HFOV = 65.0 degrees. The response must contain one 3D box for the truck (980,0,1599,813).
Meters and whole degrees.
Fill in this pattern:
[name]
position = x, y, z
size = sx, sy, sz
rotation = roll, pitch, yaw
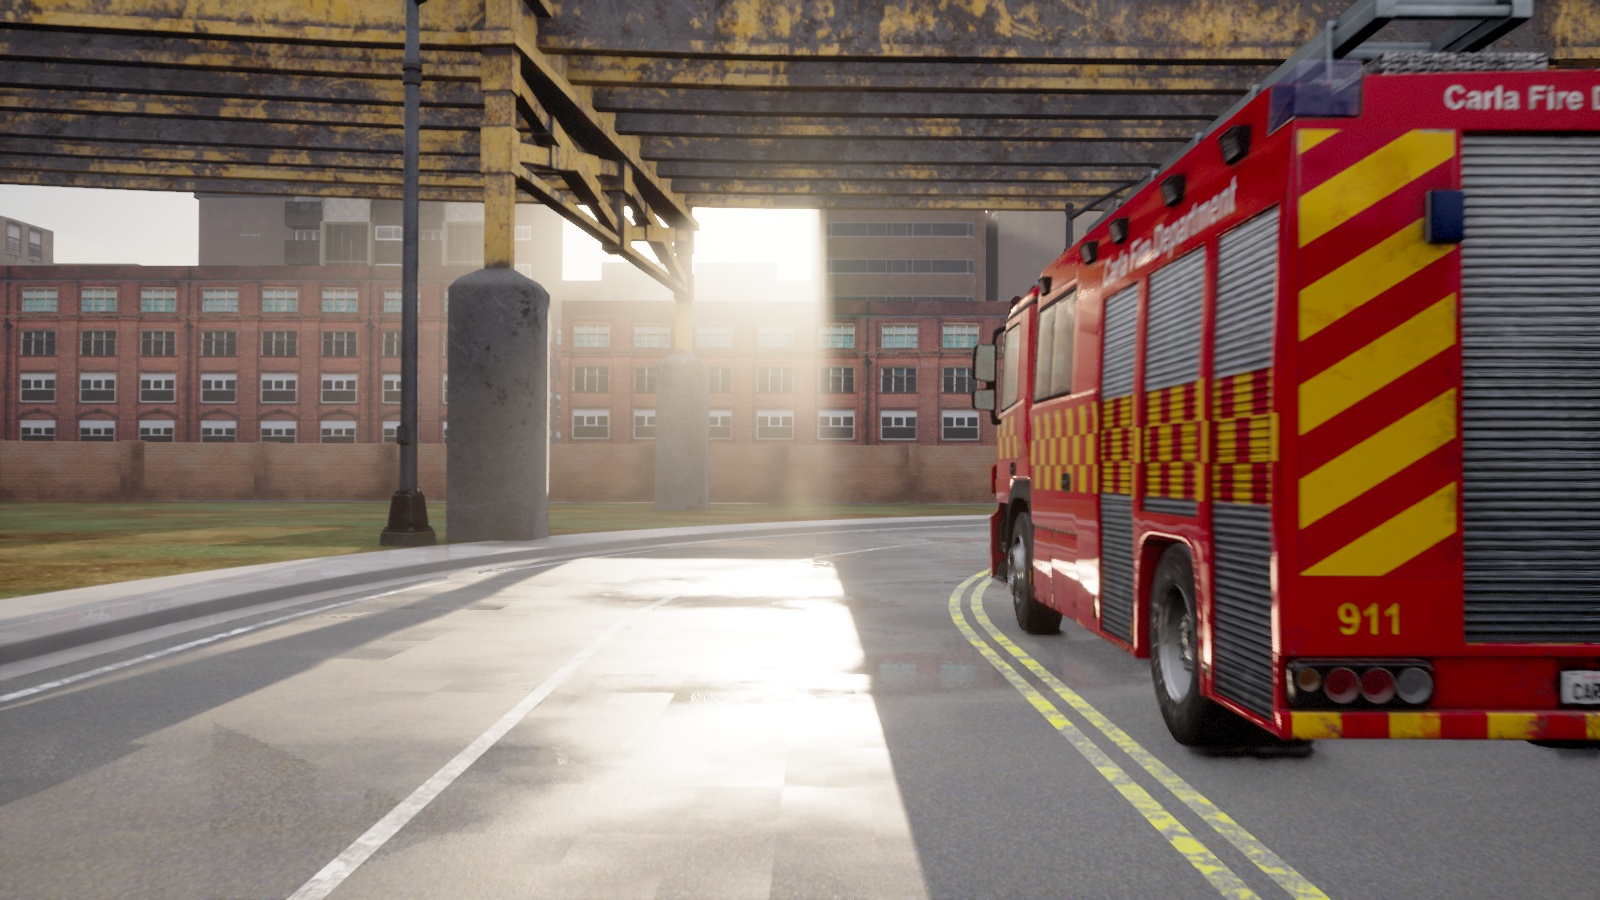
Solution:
[truck]
position = 3.482, -0.220, 9.923
size = 2.891, 3.827, 8.468
rotation = 0, -1, 0
